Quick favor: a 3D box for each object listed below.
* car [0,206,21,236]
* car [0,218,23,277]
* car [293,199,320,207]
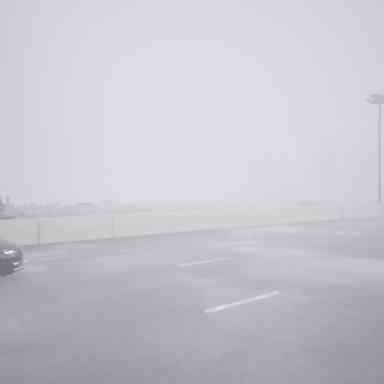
[{"bbox_3d":[-11.889,1.549,17.007,5.357,1.411,2.033,0,0,-35],"label":"car"},{"bbox_3d":[-6.624,1.496,7.620,4.902,1.511,2.128,0,0,-35],"label":"car"},{"bbox_3d":[17.517,1.745,50.812,4.902,1.511,2.128,1,-1,-35],"label":"car"}]
